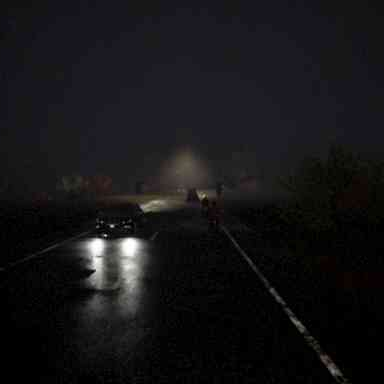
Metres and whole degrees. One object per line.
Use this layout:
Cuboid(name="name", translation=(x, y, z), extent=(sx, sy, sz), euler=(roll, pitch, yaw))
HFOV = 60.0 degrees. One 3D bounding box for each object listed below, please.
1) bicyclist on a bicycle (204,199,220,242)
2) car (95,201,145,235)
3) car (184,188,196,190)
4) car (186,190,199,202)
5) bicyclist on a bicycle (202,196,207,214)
Cuboid(name="bicyclist on a bicycle", translation=(0.963, 1.263, 14.260), extent=(0.582, 1.620, 1.656), euler=(0, 1, 0))
Cuboid(name="car", translation=(-3.599, 1.275, 17.400), extent=(1.837, 1.490, 4.892), euler=(0, 0, 0))
Cuboid(name="car", translation=(-0.004, 0.140, 70.841), extent=(2.150, 2.045, 5.566), euler=(0, 2, 0))
Cuboid(name="car", translation=(0.083, 0.870, 52.406), extent=(1.994, 1.385, 4.181), euler=(0, 1, 0))
Cuboid(name="bicyclist on a bicycle", translation=(0.963, 1.137, 23.797), extent=(0.582, 1.620, 1.656), euler=(0, 1, 0))
